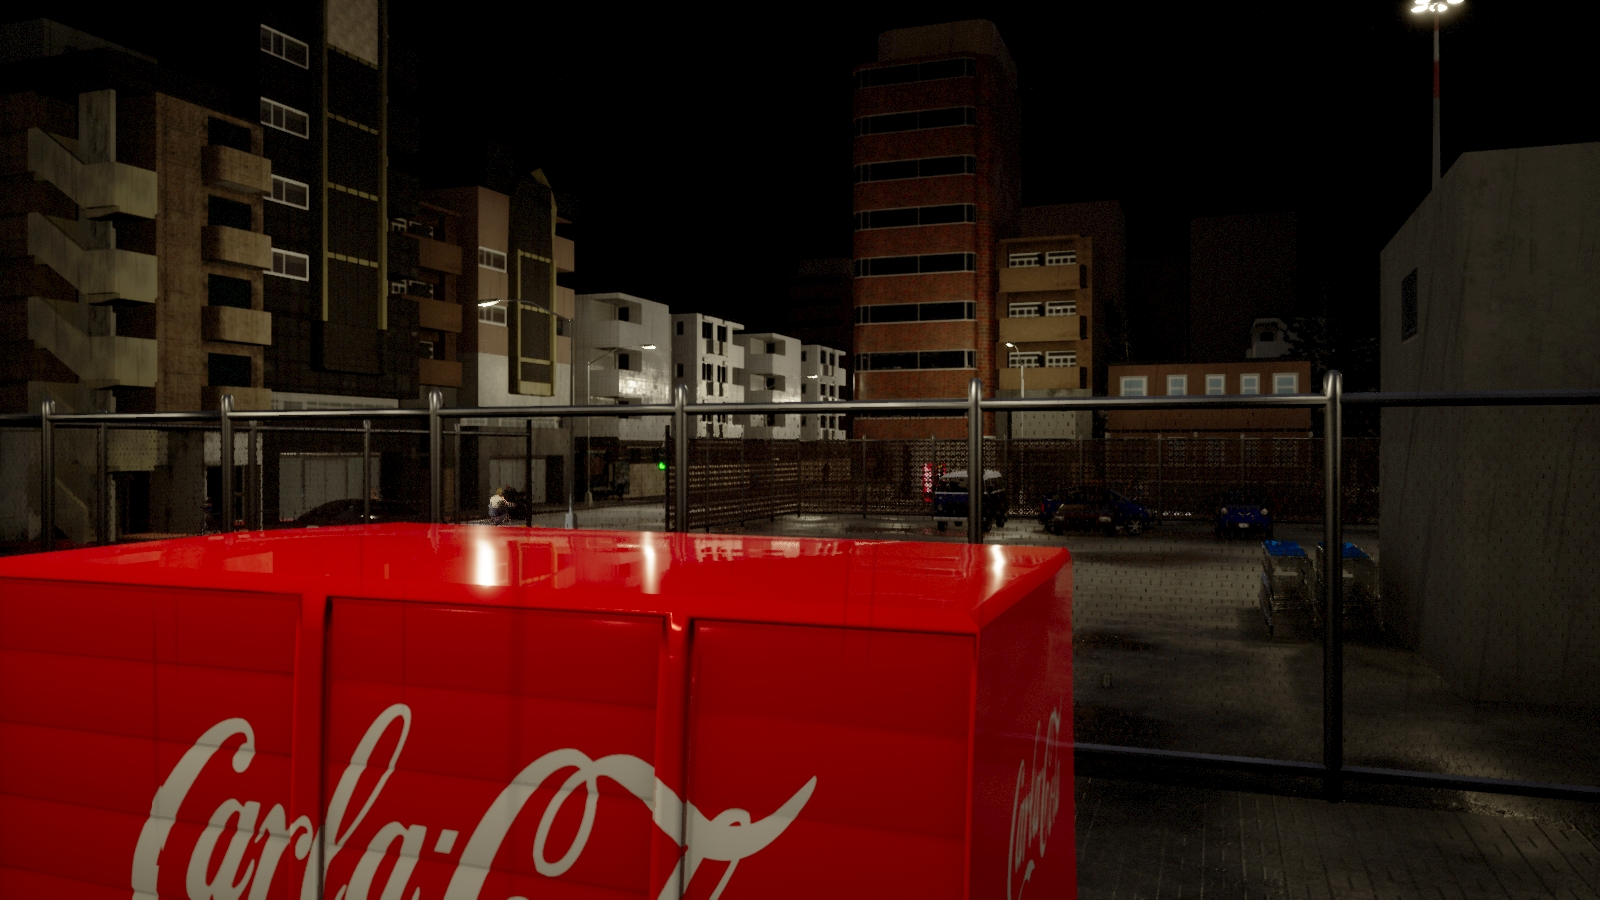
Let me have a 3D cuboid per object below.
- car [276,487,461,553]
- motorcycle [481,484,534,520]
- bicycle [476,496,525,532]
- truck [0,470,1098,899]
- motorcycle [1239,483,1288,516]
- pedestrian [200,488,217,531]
[{"bbox_3d":[-11.742,1.851,31.508,2.163,1.488,4.792,0,0,20],"label":"car"},{"bbox_3d":[-11.298,1.995,44.194,0.867,1.251,2.209,0,0,20],"label":"motorcycle"},{"bbox_3d":[-9.673,2.045,36.955,0.859,1.080,1.487,0,0,20],"label":"bicycle"},{"bbox_3d":[-1.648,1.349,4.450,5.204,2.467,2.627,0,0,20],"label":"truck"},{"bbox_3d":[18.400,1.962,45.402,1.805,1.236,0.856,0,0,20],"label":"motorcycle"},{"bbox_3d":[-18.185,1.815,35.120,0.375,1.300,0.375,0,0,42],"label":"pedestrian"}]
